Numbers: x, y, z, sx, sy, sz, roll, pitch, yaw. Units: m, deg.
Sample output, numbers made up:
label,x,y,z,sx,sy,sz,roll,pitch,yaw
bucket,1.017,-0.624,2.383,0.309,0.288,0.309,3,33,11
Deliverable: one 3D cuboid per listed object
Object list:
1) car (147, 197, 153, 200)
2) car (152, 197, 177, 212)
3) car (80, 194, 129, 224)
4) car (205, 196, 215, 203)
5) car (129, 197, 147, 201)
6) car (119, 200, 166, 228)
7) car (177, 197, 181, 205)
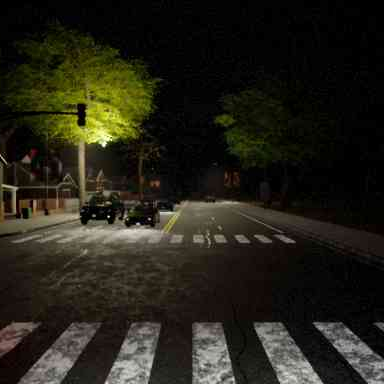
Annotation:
label,x,y,z,sx,sy,sz,roll,pitch,yaw
car,-6.318,1.474,48.013,2.128,1.511,4.902,0,0,1
car,-3.140,1.550,38.268,1.994,1.385,4.181,0,0,0
car,-6.473,1.210,24.663,2.150,2.045,5.566,0,0,0
car,3.715,1.494,67.605,1.837,1.490,4.892,0,0,1
car,-6.409,1.533,35.115,2.033,1.411,5.357,0,0,0
car,-3.230,1.536,22.649,2.033,1.411,5.357,0,0,0
car,-2.935,1.555,58.211,2.033,1.411,5.357,0,0,0
